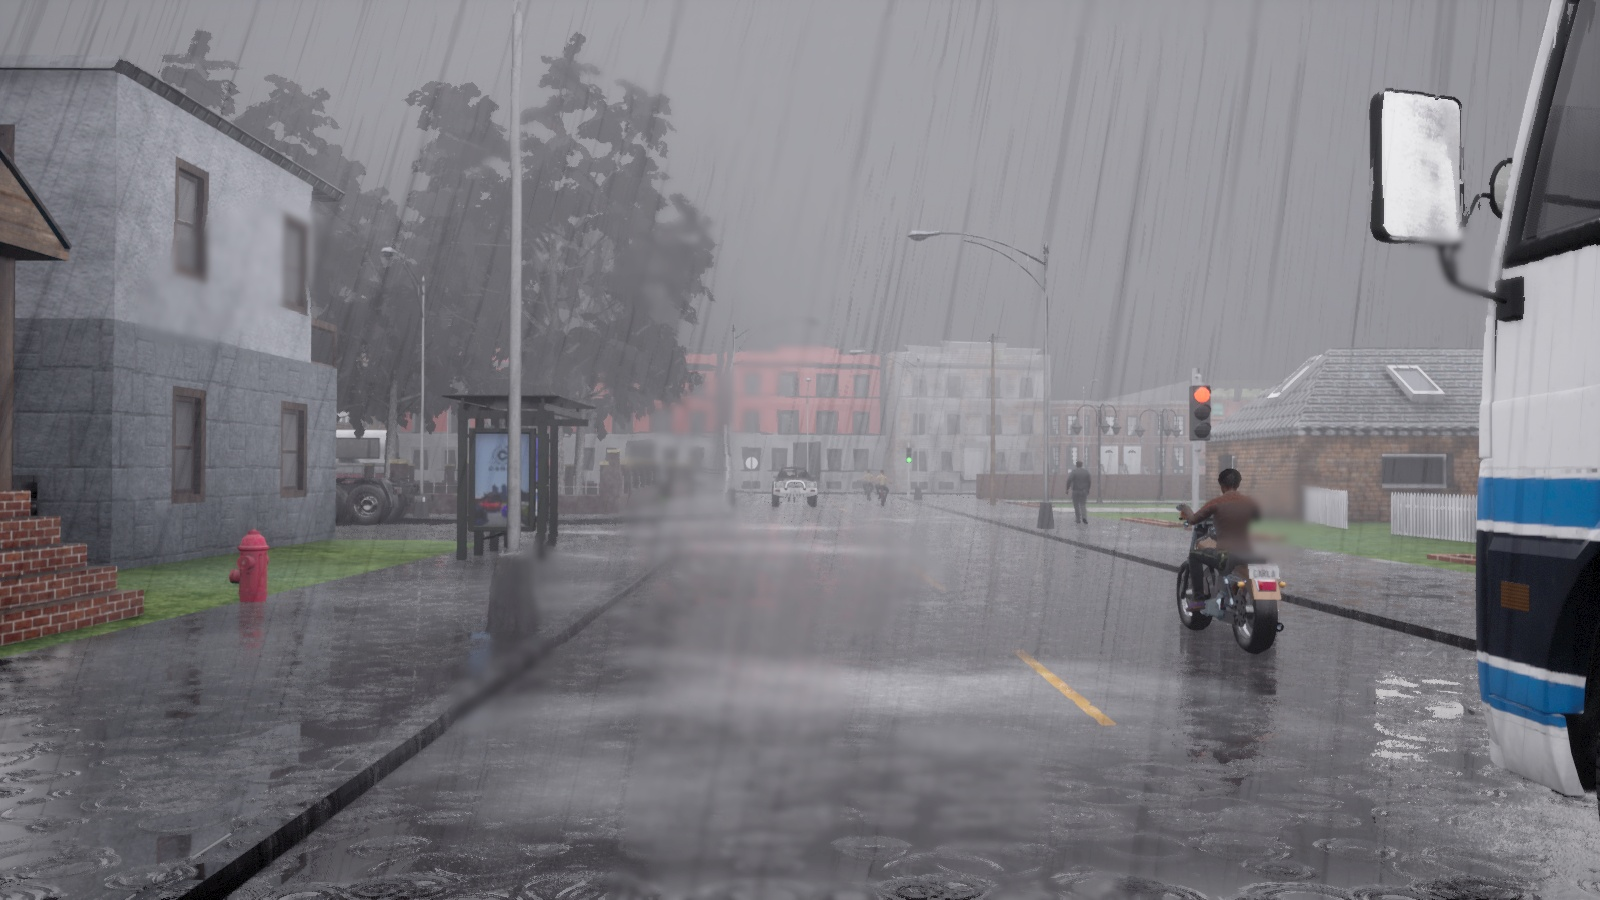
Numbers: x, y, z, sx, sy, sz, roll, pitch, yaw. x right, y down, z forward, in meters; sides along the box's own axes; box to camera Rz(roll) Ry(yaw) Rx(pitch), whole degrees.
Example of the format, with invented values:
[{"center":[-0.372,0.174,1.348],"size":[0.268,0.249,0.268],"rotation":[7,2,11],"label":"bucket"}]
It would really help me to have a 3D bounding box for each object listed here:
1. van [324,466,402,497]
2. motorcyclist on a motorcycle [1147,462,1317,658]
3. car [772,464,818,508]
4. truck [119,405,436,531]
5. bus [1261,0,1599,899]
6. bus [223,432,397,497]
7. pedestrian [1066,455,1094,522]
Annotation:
[{"center":[-28.225,2.052,81.259],"size":[4.442,1.987,1.775],"rotation":[0,-1,0],"label":"van"},{"center":[3.954,0.947,11.733],"size":[0.766,1.649,2.350],"rotation":[0,-1,0],"label":"motorcyclist on a motorcycle"},{"center":[-0.262,1.574,55.802],"size":[1.932,1.855,4.605],"rotation":[0,-1,-2],"label":"car"},{"center":[-14.878,0.505,36.276],"size":[7.936,3.462,2.891],"rotation":[0,-1,-4],"label":"truck"},{"center":[3.998,-0.572,0.333],"size":[3.944,4.253,10.273],"rotation":[0,-1,0],"label":"bus"},{"center":[-33.114,1.010,85.255],"size":[10.273,4.253,3.944],"rotation":[0,-1,0],"label":"bus"},{"center":[7.964,1.086,35.742],"size":[0.563,1.883,0.849],"rotation":[0,-1,-1],"label":"pedestrian"}]
